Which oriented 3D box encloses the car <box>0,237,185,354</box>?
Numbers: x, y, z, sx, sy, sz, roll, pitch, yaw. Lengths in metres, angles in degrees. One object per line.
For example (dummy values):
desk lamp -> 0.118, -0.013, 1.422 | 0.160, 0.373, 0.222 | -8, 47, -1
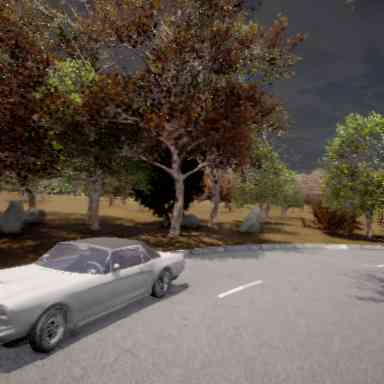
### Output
car -> -2.024, 1.616, 6.414 | 1.895, 1.301, 4.718 | 1, -1, 27
